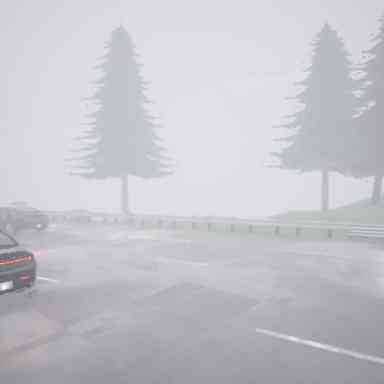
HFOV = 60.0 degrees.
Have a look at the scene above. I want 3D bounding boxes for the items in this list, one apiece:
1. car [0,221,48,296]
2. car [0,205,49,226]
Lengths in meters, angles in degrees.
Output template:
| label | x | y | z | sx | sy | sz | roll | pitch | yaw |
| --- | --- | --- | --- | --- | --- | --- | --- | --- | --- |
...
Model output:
| label | x | y | z | sx | sy | sz | roll | pitch | yaw |
| --- | --- | --- | --- | --- | --- | --- | --- | --- | --- |
| car | -5.550 | 1.524 | 7.602 | 4.892 | 1.490 | 1.837 | 0 | 1 | 33 |
| car | -10.115 | 1.518 | 18.555 | 4.892 | 1.490 | 1.837 | 0 | 0 | 29 |
